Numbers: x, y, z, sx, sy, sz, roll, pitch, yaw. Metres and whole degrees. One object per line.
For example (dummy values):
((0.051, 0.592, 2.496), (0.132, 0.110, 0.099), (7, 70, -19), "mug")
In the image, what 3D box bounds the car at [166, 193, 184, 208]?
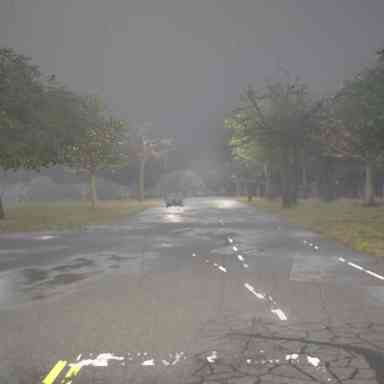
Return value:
((-2.313, 1.123, 46.005), (2.150, 2.045, 5.566), (-1, 1, 2), "car")
